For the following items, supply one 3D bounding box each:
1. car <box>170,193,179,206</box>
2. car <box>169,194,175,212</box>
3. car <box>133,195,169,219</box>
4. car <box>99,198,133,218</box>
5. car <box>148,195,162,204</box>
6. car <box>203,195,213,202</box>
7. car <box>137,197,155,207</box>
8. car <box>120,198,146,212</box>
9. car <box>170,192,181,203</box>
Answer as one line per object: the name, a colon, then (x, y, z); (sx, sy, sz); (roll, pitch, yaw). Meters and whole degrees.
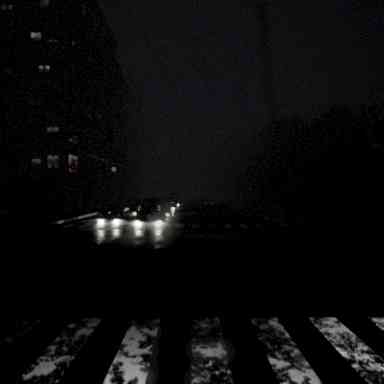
car: (-3.302, 1.338, 47.406); (1.837, 1.490, 4.892); (0, 0, 0)
car: (-3.319, 1.344, 37.156); (1.882, 1.535, 5.008); (0, 0, 0)
car: (-3.329, 1.249, 27.930); (2.097, 1.767, 4.553); (0, 0, 0)
car: (-6.577, 1.459, 28.541); (1.994, 1.385, 4.181); (0, 0, 0)
car: (-6.488, 1.326, 58.328); (1.812, 1.442, 4.674); (0, 0, 1)
car: (3.305, 1.362, 69.432); (1.895, 1.301, 4.718); (0, 0, 0)
car: (-6.552, 1.397, 47.587); (1.994, 1.385, 4.181); (0, 0, 0)
car: (-6.571, 1.412, 37.769); (2.033, 1.411, 5.357); (0, 0, 0)
car: (-3.208, 1.015, 61.020); (2.150, 2.045, 5.566); (0, 0, 0)
